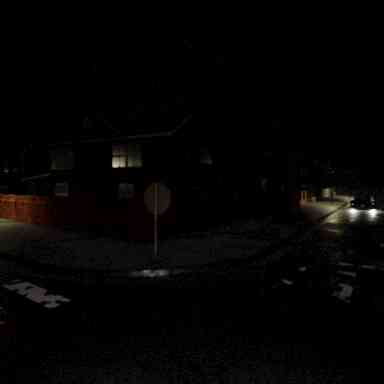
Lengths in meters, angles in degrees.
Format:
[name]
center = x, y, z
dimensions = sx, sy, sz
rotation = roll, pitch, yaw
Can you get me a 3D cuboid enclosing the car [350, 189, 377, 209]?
[car]
center = 16.159, 0.579, 31.305
dimensions = 2.097, 1.767, 4.553
rotation = 1, 2, 29
